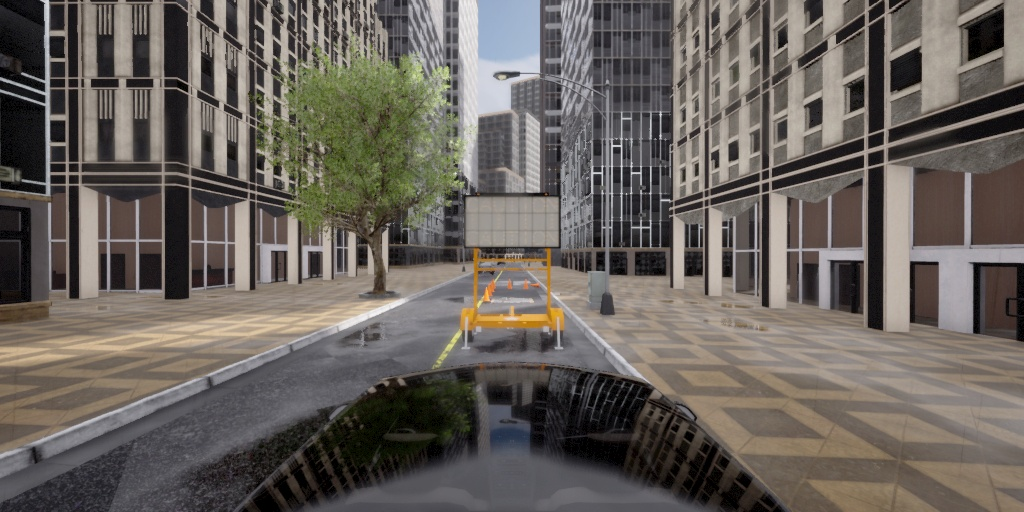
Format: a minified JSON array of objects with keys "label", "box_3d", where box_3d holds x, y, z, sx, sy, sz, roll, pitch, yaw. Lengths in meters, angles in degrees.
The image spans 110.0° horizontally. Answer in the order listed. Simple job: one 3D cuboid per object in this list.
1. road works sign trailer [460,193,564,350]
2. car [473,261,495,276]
[{"label":"road works sign trailer","box_3d":[0.010,0.214,9.080,2.380,3.560,2.880,0,0,0]},{"label":"car","box_3d":[-2.809,1.300,37.553,1.812,1.442,4.674,0,0,0]}]
